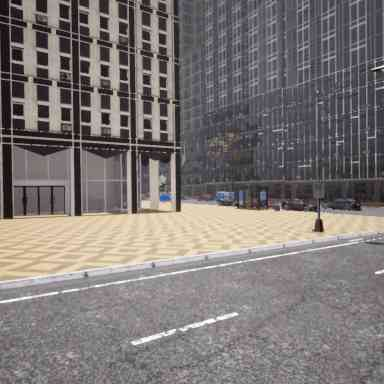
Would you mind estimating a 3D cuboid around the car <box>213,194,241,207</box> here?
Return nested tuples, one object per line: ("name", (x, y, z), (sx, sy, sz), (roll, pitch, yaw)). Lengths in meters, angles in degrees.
("car", (5.270, 1.319, 45.172), (1.947, 1.339, 4.313), (0, 1, -34))

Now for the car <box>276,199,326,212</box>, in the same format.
("car", (11.612, 1.423, 35.736), (1.947, 1.339, 4.313), (0, 1, -34))

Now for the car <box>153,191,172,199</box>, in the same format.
("car", (-6.973, 0.615, 78.092), (2.192, 1.841, 5.009), (0, 1, -34))

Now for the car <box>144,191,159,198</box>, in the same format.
("car", (-10.176, 0.686, 82.789), (1.967, 1.590, 4.097), (0, 1, -34))

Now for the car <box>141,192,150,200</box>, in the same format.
("car", (-10.695, 1.039, 68.679), (2.008, 1.369, 4.403), (0, 1, -34))

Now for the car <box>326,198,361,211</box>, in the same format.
("car", (17.093, 1.336, 38.195), (1.994, 1.385, 4.181), (-1, 1, -34))

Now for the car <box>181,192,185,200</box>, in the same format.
("car", (-3.476, 0.788, 68.353), (2.097, 1.767, 4.553), (-1, 1, -34))

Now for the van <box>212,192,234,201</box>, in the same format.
("van", (5.835, 0.855, 59.309), (1.690, 1.788, 3.998), (0, 1, -34))

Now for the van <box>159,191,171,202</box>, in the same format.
("van", (-4.290, 0.937, 59.285), (1.690, 1.788, 3.998), (0, 1, -34))

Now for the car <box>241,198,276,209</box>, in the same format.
("car", (8.424, 1.388, 40.444), (1.802, 1.307, 4.206), (0, 1, -34))

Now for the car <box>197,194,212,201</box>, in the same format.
("car", (2.633, 1.043, 64.008), (1.802, 1.307, 4.206), (0, 1, -34))
